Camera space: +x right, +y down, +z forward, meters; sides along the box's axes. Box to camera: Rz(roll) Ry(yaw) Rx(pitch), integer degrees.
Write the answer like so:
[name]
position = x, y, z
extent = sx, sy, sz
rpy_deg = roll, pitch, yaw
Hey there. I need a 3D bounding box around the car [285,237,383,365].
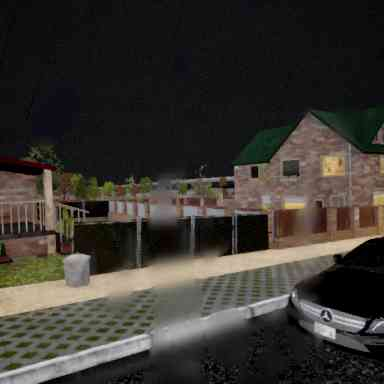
[car]
position = 3.606, 1.522, 5.627
extent = 4.674, 1.442, 1.812
rpy_deg = 0, 0, -35
